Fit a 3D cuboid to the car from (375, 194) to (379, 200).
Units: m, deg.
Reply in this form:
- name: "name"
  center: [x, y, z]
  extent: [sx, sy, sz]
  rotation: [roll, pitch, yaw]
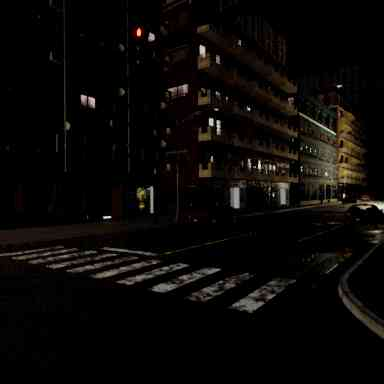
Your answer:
- name: "car"
  center: [43.948, 1.231, 80.174]
  extent: [1.947, 1.339, 4.313]
  rotation: [-1, 0, 36]

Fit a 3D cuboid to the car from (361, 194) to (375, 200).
- name: "car"
  center: [37.227, 1.293, 71.009]
  extent: [1.802, 1.307, 4.206]
  rotation: [-1, 0, 36]

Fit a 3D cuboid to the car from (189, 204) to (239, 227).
- name: "car"
  center: [1.541, 1.515, 22.564]
  extent: [1.887, 1.381, 4.507]
  rotation: [-1, 0, 36]

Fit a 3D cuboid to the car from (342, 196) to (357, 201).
- name: "car"
  center: [27.145, 1.347, 57.262]
  extent: [1.947, 1.339, 4.313]
  rotation: [-1, 0, 36]

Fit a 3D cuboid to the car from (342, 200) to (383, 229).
- name: "car"
  center: [10.467, 1.371, 20.174]
  extent: [1.887, 1.381, 4.507]
  rotation: [-1, 0, 36]
